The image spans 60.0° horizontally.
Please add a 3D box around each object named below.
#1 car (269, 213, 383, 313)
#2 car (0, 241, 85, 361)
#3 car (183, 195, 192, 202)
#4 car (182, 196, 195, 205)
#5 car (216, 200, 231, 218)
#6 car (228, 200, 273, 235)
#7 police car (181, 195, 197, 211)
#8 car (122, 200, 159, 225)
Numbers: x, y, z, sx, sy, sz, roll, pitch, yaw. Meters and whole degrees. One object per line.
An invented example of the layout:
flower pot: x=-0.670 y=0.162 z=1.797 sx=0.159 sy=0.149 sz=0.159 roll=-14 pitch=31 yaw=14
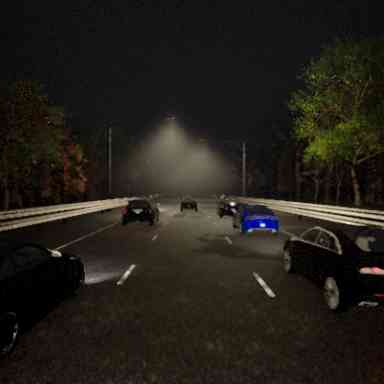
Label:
car: x=3.484 y=1.484 z=7.614 sx=2.128 sy=1.511 sz=4.902 roll=0 pitch=0 yaw=0
car: x=-3.418 y=1.558 z=5.887 sx=1.994 sy=1.385 sz=4.181 roll=0 pitch=0 yaw=0
car: x=-1.105 y=1.450 z=73.792 sx=1.994 sy=1.385 sz=4.181 roll=0 pitch=0 yaw=-2
car: x=-0.588 y=1.415 z=57.305 sx=2.128 sy=1.511 sz=4.902 roll=0 pitch=0 yaw=-1
car: x=3.308 y=1.468 z=29.718 sx=2.163 sy=1.488 sz=4.792 roll=0 pitch=0 yaw=-1
car: x=3.419 y=1.456 z=18.651 sx=1.882 sy=1.535 sz=5.008 roll=0 pitch=0 yaw=0
police car: x=-0.372 y=1.375 z=40.091 sx=1.930 sy=1.638 sz=5.238 roll=0 pitch=0 yaw=-1
car: x=-3.531 y=1.325 z=23.616 sx=2.097 sy=1.767 sz=4.553 roll=0 pitch=0 yaw=-1
